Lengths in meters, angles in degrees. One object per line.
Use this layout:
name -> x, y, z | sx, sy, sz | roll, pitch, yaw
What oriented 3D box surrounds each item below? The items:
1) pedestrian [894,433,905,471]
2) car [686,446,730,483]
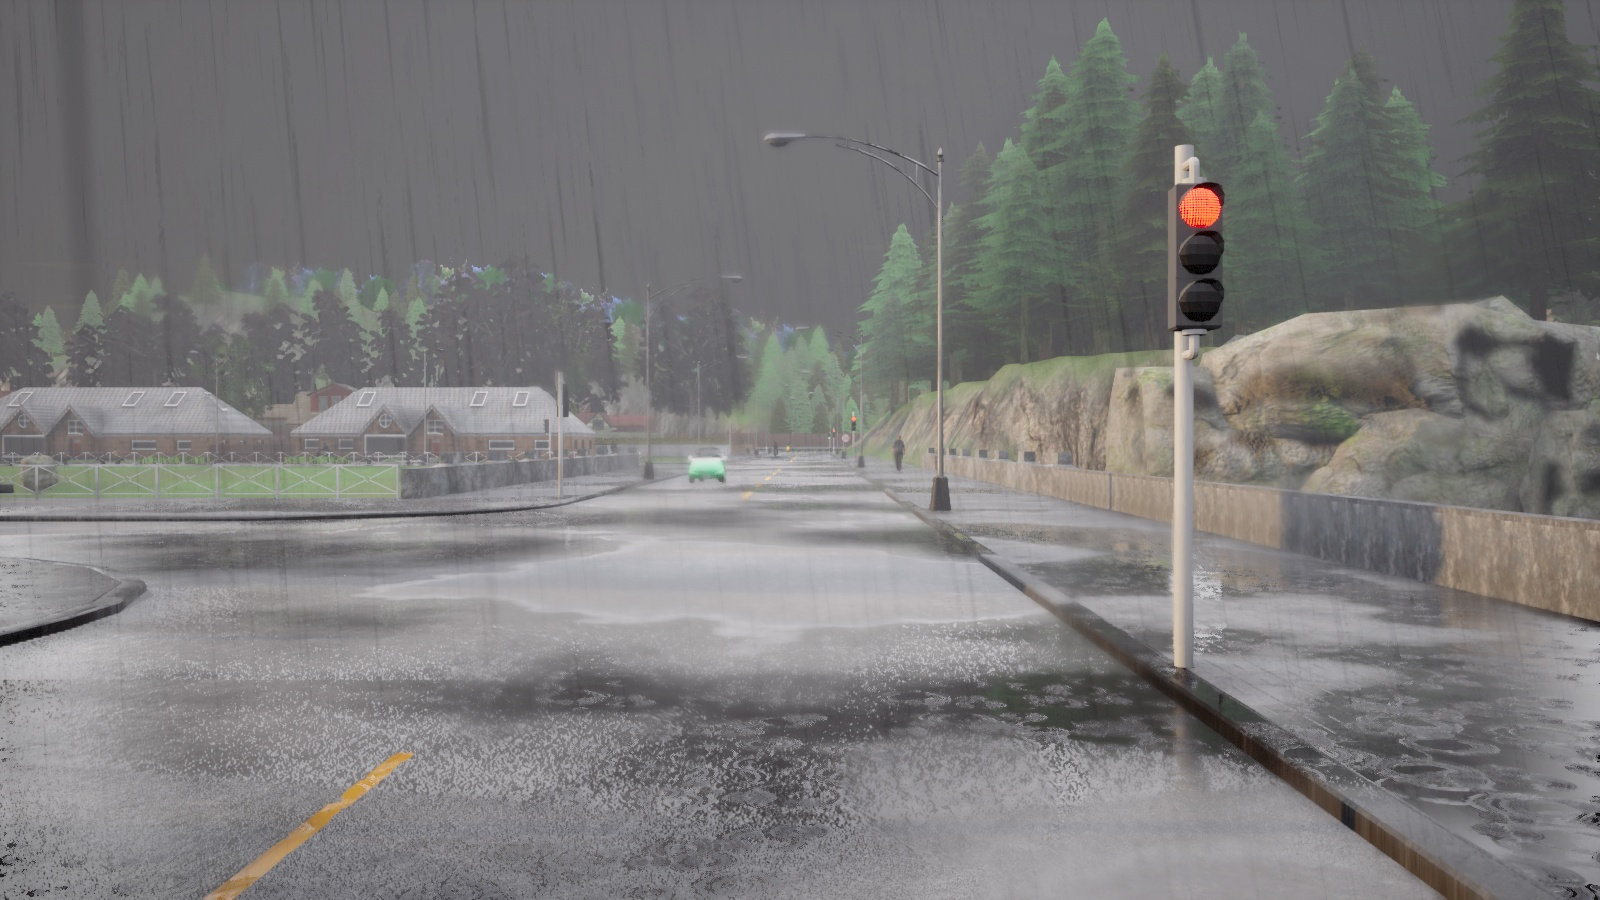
pedestrian -> 4.856, 0.114, 61.303 | 0.540, 1.848, 0.694 | 0, 0, 2
car -> -3.422, 0.533, 47.096 | 1.481, 1.376, 2.207 | 0, 0, 1
